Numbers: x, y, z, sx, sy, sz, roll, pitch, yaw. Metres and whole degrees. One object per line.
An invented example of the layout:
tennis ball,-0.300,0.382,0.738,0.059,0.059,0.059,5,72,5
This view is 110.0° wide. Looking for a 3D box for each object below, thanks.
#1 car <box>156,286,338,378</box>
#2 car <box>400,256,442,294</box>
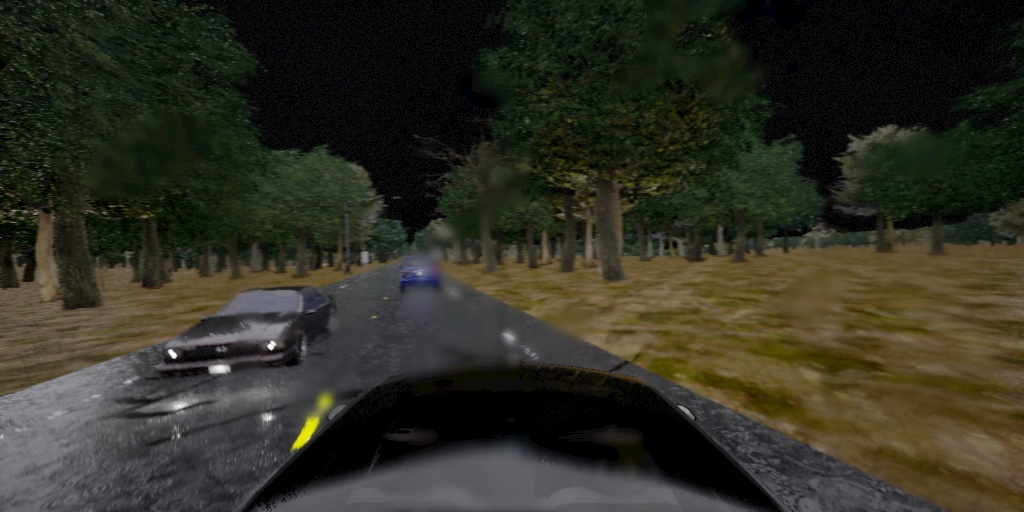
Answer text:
car,-5.385,1.426,8.268,2.033,1.411,5.357,-2,0,-16
car,-5.447,1.048,21.402,2.150,2.045,5.566,-2,1,-15
